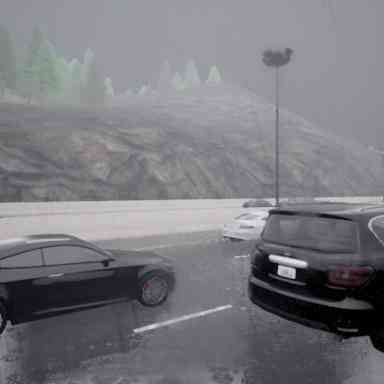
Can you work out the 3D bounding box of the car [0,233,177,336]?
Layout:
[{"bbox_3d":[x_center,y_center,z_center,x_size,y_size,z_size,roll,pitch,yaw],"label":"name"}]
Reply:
[{"bbox_3d":[-2.494,1.525,6.268,4.674,1.442,1.812,0,0,-35],"label":"car"}]

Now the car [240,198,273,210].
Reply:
[{"bbox_3d":[8.724,1.563,44.587,4.181,1.385,1.994,0,0,-35],"label":"car"}]

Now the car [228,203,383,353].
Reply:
[{"bbox_3d":[3.523,1.222,6.261,5.566,2.045,2.150,0,0,-35],"label":"car"}]

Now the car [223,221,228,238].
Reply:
[{"bbox_3d":[3.449,1.525,14.804,4.674,1.442,1.812,0,0,-35],"label":"car"}]
